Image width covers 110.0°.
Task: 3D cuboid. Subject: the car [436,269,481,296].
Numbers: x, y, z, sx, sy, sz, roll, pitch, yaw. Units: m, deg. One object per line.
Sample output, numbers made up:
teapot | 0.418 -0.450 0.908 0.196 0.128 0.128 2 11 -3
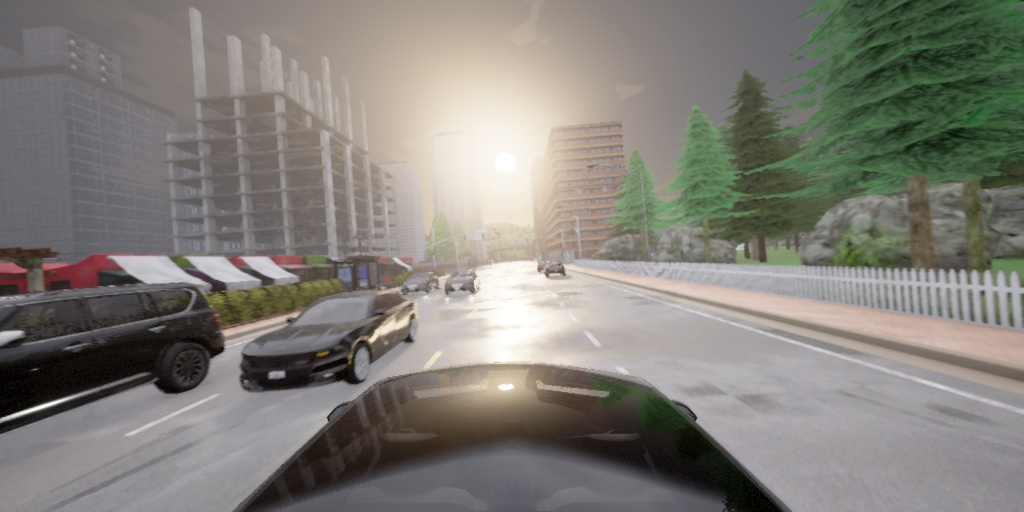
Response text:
car | -3.215 1.667 23.739 2.128 1.511 4.902 -4 0 1

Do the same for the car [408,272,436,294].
car | -6.644 1.958 26.475 2.128 1.511 4.902 -4 0 1

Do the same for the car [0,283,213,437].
car | -7.115 1.550 5.157 2.150 2.045 5.566 -4 0 1

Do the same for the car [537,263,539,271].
car | 4.410 1.346 48.485 1.994 1.385 4.181 -4 0 2

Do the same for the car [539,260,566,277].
car | 4.153 1.189 35.559 2.128 1.511 4.902 -4 0 2

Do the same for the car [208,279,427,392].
car | -3.548 1.552 7.953 1.882 1.535 5.008 -4 0 1
